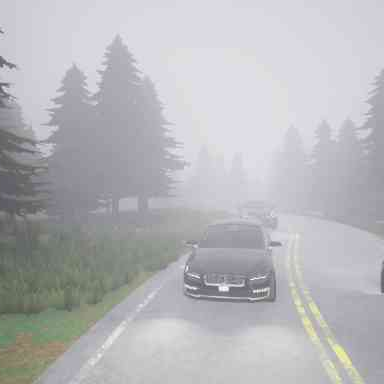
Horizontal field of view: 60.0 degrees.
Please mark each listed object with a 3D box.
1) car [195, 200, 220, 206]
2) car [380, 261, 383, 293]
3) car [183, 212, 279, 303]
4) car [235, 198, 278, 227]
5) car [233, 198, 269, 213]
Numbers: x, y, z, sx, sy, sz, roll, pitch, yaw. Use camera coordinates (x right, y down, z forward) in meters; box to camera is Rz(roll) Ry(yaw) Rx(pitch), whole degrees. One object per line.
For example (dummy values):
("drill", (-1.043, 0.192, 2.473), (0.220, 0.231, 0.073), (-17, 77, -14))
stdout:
("car", (1.973, 1.798, 44.866), (1.812, 1.442, 4.674), (3, -5, -35))
("car", (4.499, 1.308, 4.646), (2.097, 1.767, 4.553), (-1, 0, 8))
("car", (1.101, 1.496, 8.420), (1.837, 1.490, 4.892), (-1, 0, 13))
("car", (3.936, 1.268, 20.594), (2.097, 1.767, 4.553), (-1, 0, 5))
("car", (6.246, 1.410, 35.736), (1.837, 1.490, 4.892), (2, -1, -15))
